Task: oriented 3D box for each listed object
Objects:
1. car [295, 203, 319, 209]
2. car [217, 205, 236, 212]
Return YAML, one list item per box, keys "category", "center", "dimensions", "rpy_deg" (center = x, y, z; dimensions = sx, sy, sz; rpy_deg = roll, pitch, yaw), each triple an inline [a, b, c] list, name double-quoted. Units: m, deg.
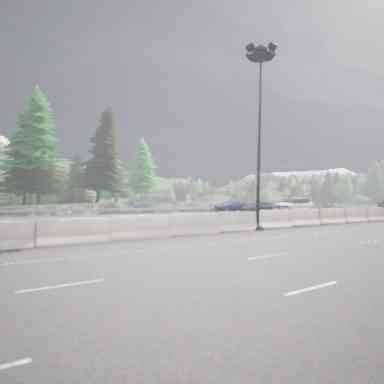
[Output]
- category: "car"
  center: [13.306, 1.934, 34.845]
  dimensions: [4.674, 1.442, 1.812]
  rpy_deg: [1, -1, -35]
- category: "car"
  center: [4.977, 1.850, 41.817]
  dimensions: [5.008, 1.535, 1.882]
  rpy_deg: [1, -1, -35]
